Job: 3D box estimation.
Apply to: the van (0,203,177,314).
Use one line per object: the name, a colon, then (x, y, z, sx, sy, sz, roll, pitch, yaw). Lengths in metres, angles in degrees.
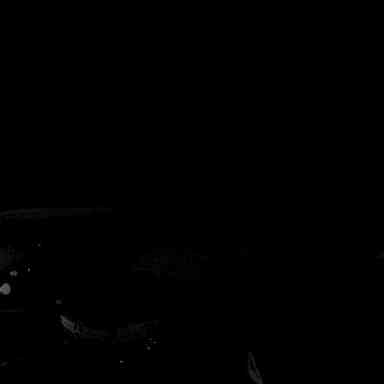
van: (-2.249, 1.277, 7.224, 1.878, 1.987, 4.442, 0, 0, 35)

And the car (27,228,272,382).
car: (0.000, 1.533, 5.772, 2.002, 1.452, 4.674, 0, 0, 36)

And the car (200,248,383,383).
car: (2.264, 1.524, 4.150, 2.002, 1.452, 4.674, 0, 0, 36)
